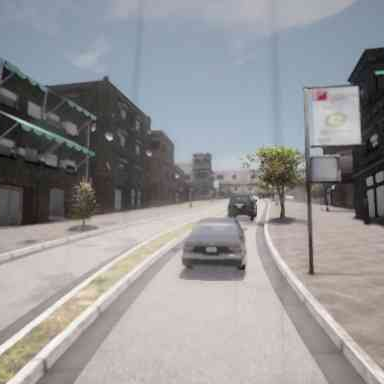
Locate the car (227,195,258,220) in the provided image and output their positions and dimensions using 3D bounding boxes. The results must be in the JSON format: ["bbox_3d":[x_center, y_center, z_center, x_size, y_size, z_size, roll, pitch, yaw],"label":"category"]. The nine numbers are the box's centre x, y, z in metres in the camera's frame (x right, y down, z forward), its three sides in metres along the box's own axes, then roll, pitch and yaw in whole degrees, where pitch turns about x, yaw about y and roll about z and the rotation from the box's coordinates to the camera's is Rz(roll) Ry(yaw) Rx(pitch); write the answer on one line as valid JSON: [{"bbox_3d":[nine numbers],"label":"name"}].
[{"bbox_3d":[4.372,1.242,28.568,2.150,2.045,5.566,-1,0,14],"label":"car"}]

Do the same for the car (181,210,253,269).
[{"bbox_3d":[0.885,1.569,11.264,2.033,1.411,5.357,-1,0,9],"label":"car"}]
